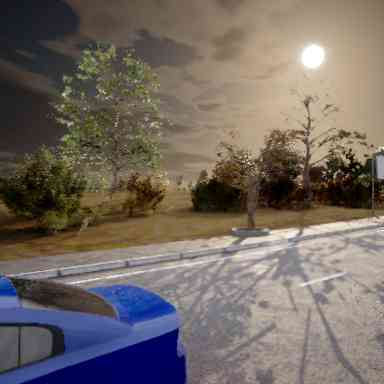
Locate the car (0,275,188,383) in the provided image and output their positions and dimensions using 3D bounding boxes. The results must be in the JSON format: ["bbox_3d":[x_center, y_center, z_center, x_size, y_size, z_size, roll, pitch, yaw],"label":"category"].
[{"bbox_3d":[-2.375,1.481,2.328,5.008,1.535,1.882,0,0,-36],"label":"car"}]
